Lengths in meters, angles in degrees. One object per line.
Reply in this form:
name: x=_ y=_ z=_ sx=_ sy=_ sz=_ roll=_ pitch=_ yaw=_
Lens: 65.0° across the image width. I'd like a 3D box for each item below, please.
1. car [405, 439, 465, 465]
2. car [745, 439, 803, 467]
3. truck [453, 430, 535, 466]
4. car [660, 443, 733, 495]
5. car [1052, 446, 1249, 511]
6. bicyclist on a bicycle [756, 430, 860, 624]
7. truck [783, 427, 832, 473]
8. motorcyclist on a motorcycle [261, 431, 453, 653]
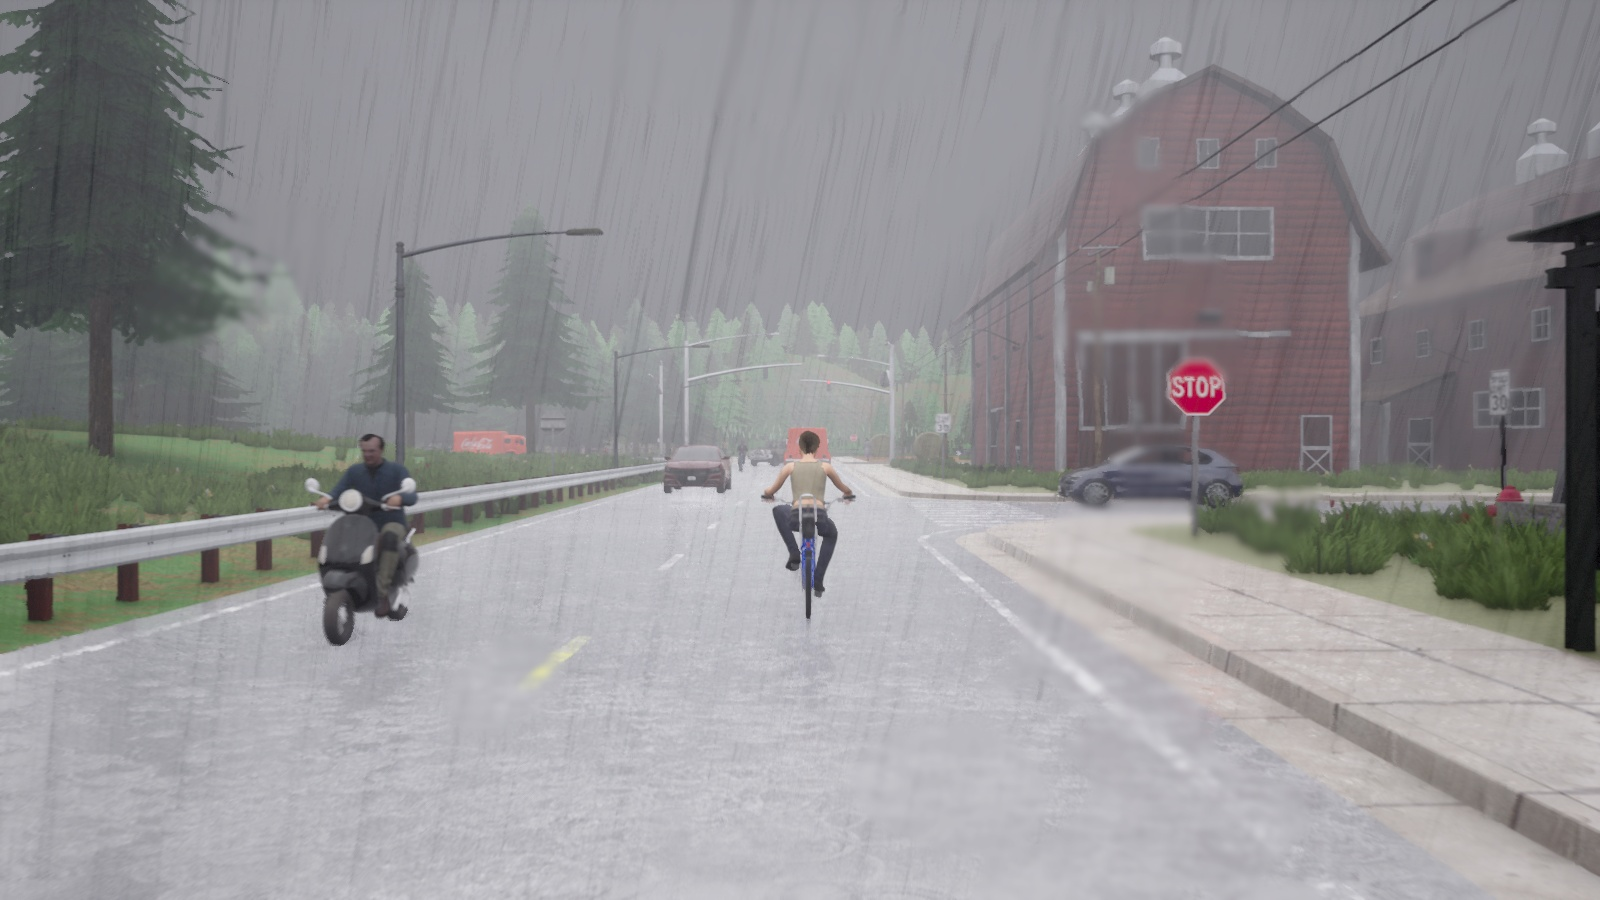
car: x=-26.749 y=0.124 z=92.128 sx=3.866 sy=1.878 sz=1.905 roll=0 pitch=0 yaw=-1
car: x=-1.772 y=0.203 z=87.050 sx=1.932 sy=1.855 sz=4.605 roll=0 pitch=0 yaw=31
truck: x=-21.554 y=-0.141 z=88.691 sx=5.204 sy=2.467 sz=2.627 roll=0 pitch=0 yaw=-1
car: x=-3.254 y=0.560 z=40.263 sx=1.882 sy=1.535 sz=5.008 roll=0 pitch=0 yaw=0
car: x=8.236 y=0.647 z=29.804 sx=4.193 sy=1.474 sz=1.816 roll=0 pitch=0 yaw=3
bicyclist on a bicycle: x=0.074 y=0.638 z=11.176 sx=0.866 sy=1.612 sz=1.509 roll=0 pitch=0 yaw=0
truck: x=0.420 y=-0.023 z=70.589 sx=2.627 sy=2.467 sz=5.204 roll=0 pitch=0 yaw=0
motorcyclist on a motorcycle: x=-3.428 y=0.658 z=9.918 sx=0.866 sy=1.590 sz=1.817 roll=0 pitch=0 yaw=0
